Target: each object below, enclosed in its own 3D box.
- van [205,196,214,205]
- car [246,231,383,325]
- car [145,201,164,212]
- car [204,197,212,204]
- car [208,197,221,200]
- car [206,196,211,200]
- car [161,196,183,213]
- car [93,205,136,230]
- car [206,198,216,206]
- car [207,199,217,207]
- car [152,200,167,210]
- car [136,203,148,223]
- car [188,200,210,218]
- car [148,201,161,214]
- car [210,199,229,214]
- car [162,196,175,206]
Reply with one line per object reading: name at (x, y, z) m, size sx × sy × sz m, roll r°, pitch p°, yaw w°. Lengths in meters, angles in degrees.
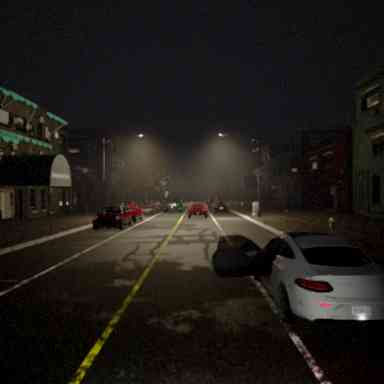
van at (3.816, 1.853, 72.403) m, size 1.690 × 1.788 × 3.998 m, roll -1°, pitch 0°, yaw 1°
car at (2.483, 1.566, 7.115) m, size 1.812 × 1.442 × 4.674 m, roll 0°, pitch 0°, yaw 1°
car at (-4.985, 1.910, 44.789) m, size 2.008 × 1.369 × 4.403 m, roll -1°, pitch 0°, yaw 1°
car at (3.991, 2.118, 83.667) m, size 1.752 × 1.417 × 4.829 m, roll -1°, pitch 0°, yaw 1°
car at (3.398, 1.838, 44.833) m, size 1.752 × 1.417 × 4.829 m, roll -1°, pitch 0°, yaw 1°
car at (3.476, 1.667, 50.213) m, size 2.192 × 1.841 × 5.009 m, roll -1°, pitch 0°, yaw 1°
car at (-2.350, 1.554, 42.662) m, size 2.150 × 2.045 × 5.566 m, roll 0°, pitch -1°, yaw 1°
car at (-5.326, 1.638, 22.600) m, size 1.967 × 1.590 × 4.097 m, roll -1°, pitch 0°, yaw 1°
car at (3.737, 1.998, 67.024) m, size 1.752 × 1.417 × 4.829 m, roll -1°, pitch 0°, yaw 1°
car at (3.650, 2.014, 61.306) m, size 1.802 × 1.307 × 4.206 m, roll -1°, pitch 0°, yaw 1°
car at (-4.899, 1.981, 50.337) m, size 1.802 × 1.307 × 4.206 m, roll -1°, pitch 0°, yaw 1°
car at (-5.239, 1.783, 28.147) m, size 1.887 × 1.381 × 4.507 m, roll -1°, pitch 0°, yaw 1°
car at (0.591, 1.766, 32.844) m, size 1.812 × 1.442 × 4.674 m, roll 0°, pitch -1°, yaw 1°
car at (-5.069, 1.901, 39.241) m, size 1.802 × 1.307 × 4.206 m, roll -1°, pitch 0°, yaw 1°
car at (3.310, 1.837, 39.116) m, size 1.947 × 1.339 × 4.313 m, roll -1°, pitch 0°, yaw 1°
car at (-4.649, 1.834, 66.981) m, size 2.192 × 1.841 × 5.009 m, roll -1°, pitch 0°, yaw 1°
